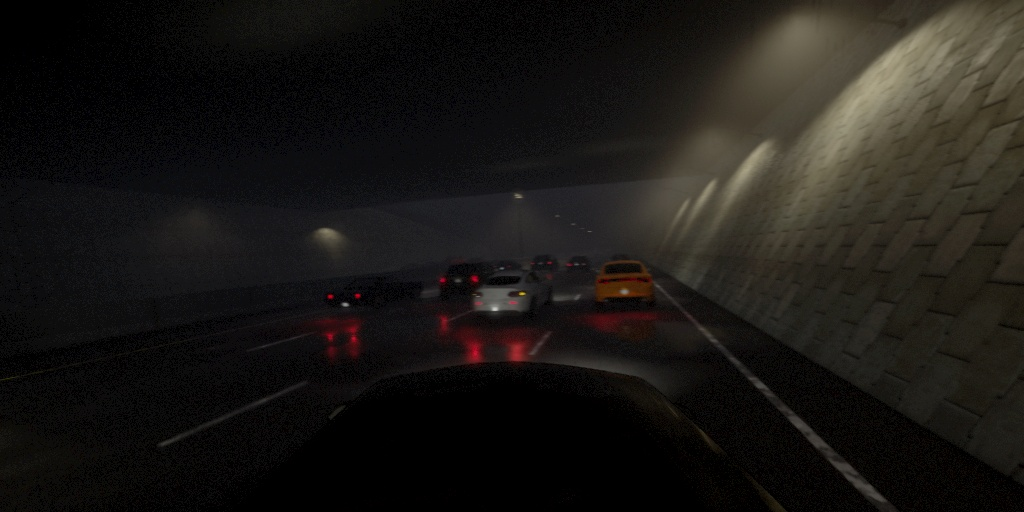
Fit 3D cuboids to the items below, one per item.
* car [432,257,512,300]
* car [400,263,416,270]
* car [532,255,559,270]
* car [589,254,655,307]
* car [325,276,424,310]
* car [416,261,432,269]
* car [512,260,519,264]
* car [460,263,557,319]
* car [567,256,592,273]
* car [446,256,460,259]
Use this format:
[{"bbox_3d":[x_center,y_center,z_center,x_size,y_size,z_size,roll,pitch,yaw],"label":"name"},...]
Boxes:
[{"bbox_3d":[-1.795,1.072,17.972,2.097,1.767,4.553,-3,0,16],"label":"car"},{"bbox_3d":[-15.916,1.774,56.968,1.994,1.385,4.181,-3,0,17],"label":"car"},{"bbox_3d":[3.284,0.646,35.207,2.097,1.767,4.553,-3,0,16],"label":"car"},{"bbox_3d":[4.178,0.895,13.496,1.882,1.535,5.008,-3,1,17],"label":"car"},{"bbox_3d":[-5.933,1.570,16.255,1.895,1.301,4.718,-3,0,17],"label":"car"},{"bbox_3d":[-12.438,1.511,56.399,2.128,1.511,4.902,-3,0,17],"label":"car"},{"bbox_3d":[-0.353,1.064,35.193,1.994,1.385,4.181,-3,0,16],"label":"car"},{"bbox_3d":[0.159,1.181,12.264,1.812,1.442,4.674,-3,0,16],"label":"car"},{"bbox_3d":[6.112,0.703,32.401,2.033,1.411,5.357,-3,0,16],"label":"car"},{"bbox_3d":[-9.088,1.040,55.450,2.150,2.045,5.566,-3,0,17],"label":"car"}]
